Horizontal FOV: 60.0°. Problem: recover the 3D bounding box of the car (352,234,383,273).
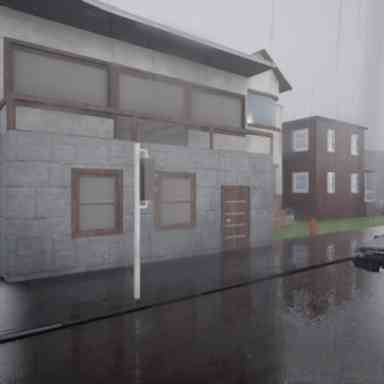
[{"bbox_3d":[6.850,1.539,9.694,5.357,1.411,2.033,0,0,-37],"label":"car"}]
